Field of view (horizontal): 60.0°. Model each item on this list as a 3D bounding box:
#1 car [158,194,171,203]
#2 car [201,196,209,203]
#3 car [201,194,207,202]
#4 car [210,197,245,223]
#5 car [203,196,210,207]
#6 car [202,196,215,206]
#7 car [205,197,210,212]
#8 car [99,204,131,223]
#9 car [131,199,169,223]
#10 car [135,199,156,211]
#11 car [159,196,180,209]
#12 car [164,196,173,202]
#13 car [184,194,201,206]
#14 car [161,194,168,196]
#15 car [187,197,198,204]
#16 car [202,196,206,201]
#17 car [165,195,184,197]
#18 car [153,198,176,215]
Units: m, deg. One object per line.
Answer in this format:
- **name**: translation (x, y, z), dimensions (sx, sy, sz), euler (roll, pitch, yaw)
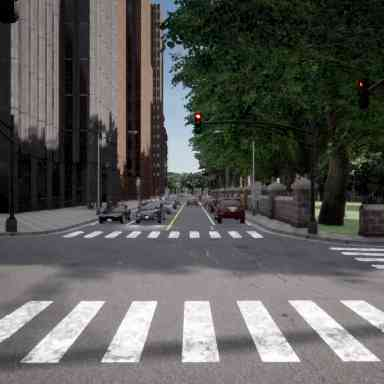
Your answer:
- **car**: translation (-5.689, 1.374, 68.904), dimensions (2.192, 1.841, 5.009), euler (0, 0, 0)
- **car**: translation (2.842, 1.592, 74.526), dimensions (1.752, 1.417, 4.829), euler (0, 0, 0)
- **car**: translation (2.819, 1.480, 52.530), dimensions (1.967, 1.590, 4.097), euler (0, 0, 0)
- **car**: translation (2.790, 1.326, 25.248), dimensions (2.192, 1.841, 5.009), euler (0, 0, 0)
- **car**: translation (2.807, 1.579, 41.617), dimensions (2.008, 1.369, 4.403), euler (0, 0, 0)
- **car**: translation (2.825, 1.487, 57.987), dimensions (1.967, 1.590, 4.097), euler (0, 0, 0)
- **car**: translation (2.802, 1.588, 36.161), dimensions (1.947, 1.339, 4.313), euler (0, 0, 0)
- **car**: translation (-5.735, 1.576, 25.248), dimensions (1.947, 1.339, 4.313), euler (0, 0, 0)
- **car**: translation (-3.079, 1.516, 25.520), dimensions (1.837, 1.490, 4.892), euler (0, 0, 1)
- **car**: translation (-5.718, 1.579, 41.618), dimensions (2.008, 1.369, 4.403), euler (0, 0, 0)
- **car**: translation (-3.052, 1.596, 44.924), dimensions (1.994, 1.385, 4.181), euler (0, 0, 0)
- **car**: translation (-5.678, 1.620, 79.818), dimensions (1.887, 1.381, 4.507), euler (0, 0, 0)
- **car**: translation (0.115, 1.536, 55.806), dimensions (2.128, 1.511, 4.902), euler (0, 0, 1)
- **car**: translation (-5.695, 1.634, 63.447), dimensions (1.802, 1.307, 4.206), euler (0, 0, 0)
- **car**: translation (0.070, 1.619, 65.786), dimensions (1.994, 1.385, 4.181), euler (0, 0, 0)
- **car**: translation (2.813, 1.585, 47.074), dimensions (2.008, 1.369, 4.403), euler (0, 0, 0)
- **car**: translation (-2.976, 1.592, 56.353), dimensions (2.033, 1.411, 5.357), euler (0, 0, 1)
- **car**: translation (-3.062, 1.621, 34.856), dimensions (1.895, 1.301, 4.718), euler (0, 0, 0)
